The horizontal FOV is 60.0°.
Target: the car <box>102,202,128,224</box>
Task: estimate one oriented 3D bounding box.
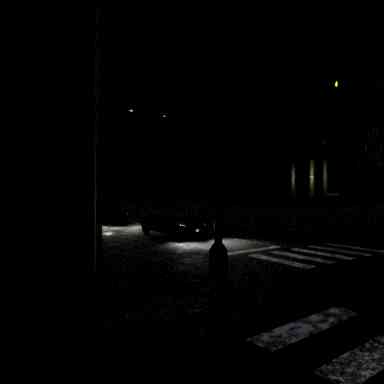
[{"bbox_3d":[-6.488,1.484,24.990,1.882,1.535,5.008,0,0,-36],"label":"car"}]

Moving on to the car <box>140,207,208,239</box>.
[{"bbox_3d":[-1.108,1.530,17.529,1.812,1.442,4.674,0,0,-36],"label":"car"}]
